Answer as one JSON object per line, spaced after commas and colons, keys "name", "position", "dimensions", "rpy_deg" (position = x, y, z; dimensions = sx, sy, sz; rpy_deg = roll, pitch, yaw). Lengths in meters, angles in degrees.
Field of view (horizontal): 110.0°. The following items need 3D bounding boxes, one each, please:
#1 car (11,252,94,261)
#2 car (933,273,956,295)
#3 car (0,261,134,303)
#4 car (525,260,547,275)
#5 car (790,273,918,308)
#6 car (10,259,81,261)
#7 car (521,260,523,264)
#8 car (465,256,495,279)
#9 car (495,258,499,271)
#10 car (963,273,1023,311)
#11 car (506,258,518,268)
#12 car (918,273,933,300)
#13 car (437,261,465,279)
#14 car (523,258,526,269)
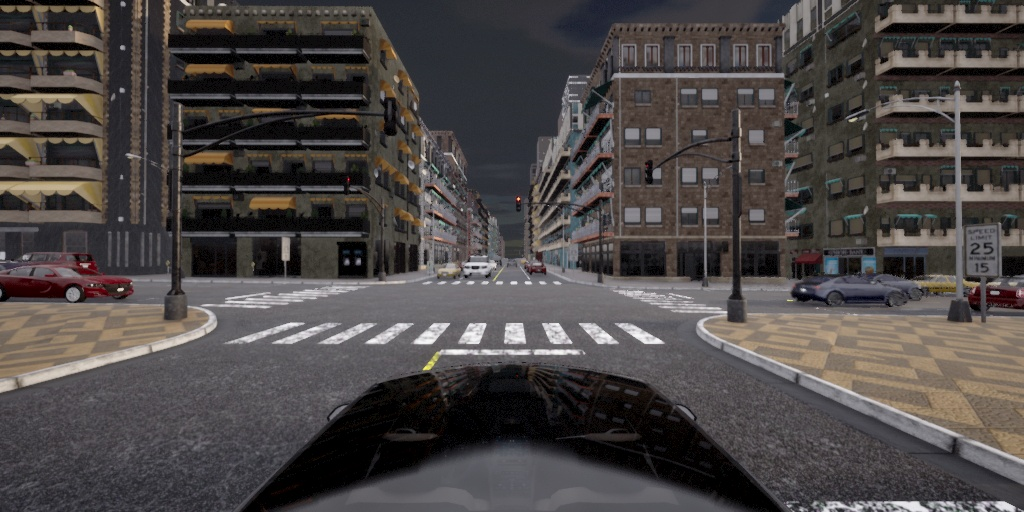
{"name": "car", "position": [-28.642, 0.684, 22.013], "dimensions": [5.009, 1.841, 2.192], "rpy_deg": [0, 0, 0]}
{"name": "car", "position": [26.251, 1.753, 22.384], "dimensions": [4.829, 1.417, 1.751], "rpy_deg": [0, 0, 0]}
{"name": "car", "position": [-17.260, 1.010, 13.716], "dimensions": [4.507, 1.381, 1.888], "rpy_deg": [0, 0, 0]}
{"name": "car", "position": [2.699, 1.300, 38.364], "dimensions": [1.888, 1.381, 4.507], "rpy_deg": [0, 0, 0]}
{"name": "car", "position": [15.408, 1.563, 16.524], "dimensions": [4.181, 1.385, 1.994], "rpy_deg": [1, -1, -1]}
{"name": "car", "position": [-22.703, 0.969, 16.272], "dimensions": [4.181, 1.385, 1.994], "rpy_deg": [1, -1, 0]}
{"name": "car", "position": [2.702, 1.341, 54.934], "dimensions": [1.802, 1.307, 4.207], "rpy_deg": [0, 0, 0]}
{"name": "car", "position": [-3.121, 0.975, 33.392], "dimensions": [2.150, 2.045, 5.566], "rpy_deg": [0, 0, 1]}
{"name": "car", "position": [-3.087, 1.283, 49.828], "dimensions": [1.812, 1.442, 4.674], "rpy_deg": [0, 0, 0]}
{"name": "car", "position": [20.837, 1.499, 14.030], "dimensions": [4.097, 1.591, 1.967], "rpy_deg": [0, 0, 0]}
{"name": "car", "position": [0.014, 1.253, 63.793], "dimensions": [2.128, 1.511, 4.902], "rpy_deg": [0, 0, 0]}
{"name": "car", "position": [19.843, 1.664, 19.786], "dimensions": [4.181, 1.385, 1.994], "rpy_deg": [1, -1, 0]}
{"name": "car", "position": [-5.683, 1.279, 32.686], "dimensions": [1.751, 1.417, 4.829], "rpy_deg": [0, 0, 0]}
{"name": "car", "position": [2.700, 1.196, 43.888], "dimensions": [1.967, 1.591, 4.097], "rpy_deg": [0, 0, 0]}
